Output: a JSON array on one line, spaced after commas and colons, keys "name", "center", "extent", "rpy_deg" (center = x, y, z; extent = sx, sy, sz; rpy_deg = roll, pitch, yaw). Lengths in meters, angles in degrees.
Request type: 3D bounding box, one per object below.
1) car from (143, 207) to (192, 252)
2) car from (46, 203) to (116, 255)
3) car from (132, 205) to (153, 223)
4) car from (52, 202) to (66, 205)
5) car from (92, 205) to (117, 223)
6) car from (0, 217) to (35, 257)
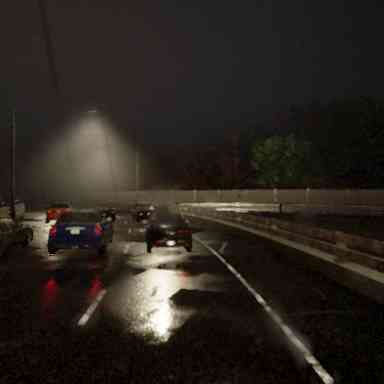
[{"name": "car", "center": [-1.139, 1.671, 14.857], "extent": [1.837, 1.490, 4.892], "rpy_deg": [0, 0, -8]}, {"name": "car", "center": [-4.602, 1.513, 14.343], "extent": [2.097, 1.767, 4.553], "rpy_deg": [0, -1, -8]}, {"name": "car", "center": [-4.250, 1.877, 29.765], "extent": [2.033, 1.411, 5.357], "rpy_deg": [0, -1, -16]}, {"name": "car", "center": [-11.284, 1.677, 28.803], "extent": [2.097, 1.767, 4.553], "rpy_deg": [0, -1, -17]}, {"name": "car", "center": [-7.947, 1.899, 29.854], "extent": [1.994, 1.385, 4.181], "rpy_deg": [0, -1, -17]}, {"name": "car", "center": [-7.933, 1.699, 13.037], "extent": [2.033, 1.411, 5.357], "rpy_deg": [0, -1, -8]}]
